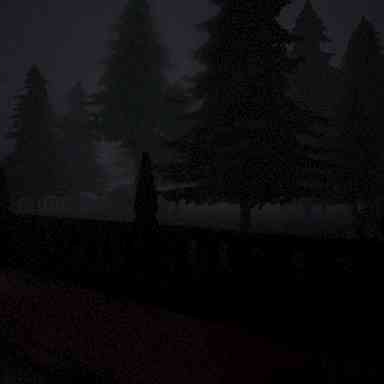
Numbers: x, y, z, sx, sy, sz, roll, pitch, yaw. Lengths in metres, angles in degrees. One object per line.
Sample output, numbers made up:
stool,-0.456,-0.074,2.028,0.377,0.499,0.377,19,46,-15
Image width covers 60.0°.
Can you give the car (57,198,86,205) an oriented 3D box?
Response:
car,-19.613,1.559,53.962,1.837,1.490,4.892,0,0,35
